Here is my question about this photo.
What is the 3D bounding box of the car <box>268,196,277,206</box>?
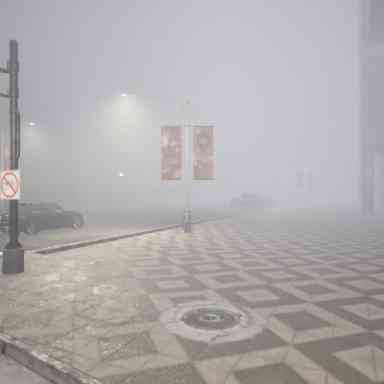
[{"bbox_3d":[12.817,1.448,55.095,2.128,1.511,4.902,0,0,26],"label":"car"}]

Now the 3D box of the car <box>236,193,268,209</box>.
[{"bbox_3d":[8.297,1.188,45.768,2.150,2.045,5.566,0,0,27],"label":"car"}]

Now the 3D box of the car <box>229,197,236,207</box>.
[{"bbox_3d":[7.180,1.472,50.741,1.837,1.490,4.892,0,0,26],"label":"car"}]

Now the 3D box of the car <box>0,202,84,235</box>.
[{"bbox_3d":[-8.372,1.348,18.951,2.097,1.767,4.553,0,0,26],"label":"car"}]
